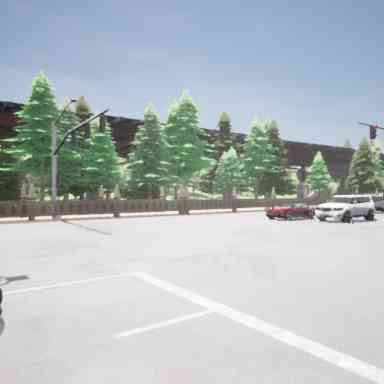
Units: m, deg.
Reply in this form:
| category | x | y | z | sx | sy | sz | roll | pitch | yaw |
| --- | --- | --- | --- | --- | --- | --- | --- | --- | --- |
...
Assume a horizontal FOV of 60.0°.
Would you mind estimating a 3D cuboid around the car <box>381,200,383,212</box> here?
| category | x | y | z | sx | sy | sz | roll | pitch | yaw |
| --- | --- | --- | --- | --- | --- | --- | --- | --- | --- |
| car | 21.549 | 1.569 | 36.638 | 5.357 | 1.411 | 2.033 | 0 | 0 | -36 |

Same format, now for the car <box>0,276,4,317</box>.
| category | x | y | z | sx | sy | sz | roll | pitch | yaw |
| --- | --- | --- | --- | --- | --- | --- | --- | --- | --- |
| car | -5.300 | 1.474 | 4.289 | 5.008 | 1.535 | 1.882 | 0 | 0 | -35 |

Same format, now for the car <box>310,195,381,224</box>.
| category | x | y | z | sx | sy | sz | roll | pitch | yaw |
| --- | --- | --- | --- | --- | --- | --- | --- | --- | --- |
| car | 11.777 | 1.237 | 25.342 | 5.566 | 2.045 | 2.150 | 0 | 0 | -36 |

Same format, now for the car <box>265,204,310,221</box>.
| category | x | y | z | sx | sy | sz | roll | pitch | yaw |
| --- | --- | --- | --- | --- | --- | --- | --- | --- | --- |
| car | 8.148 | 1.616 | 27.047 | 4.718 | 1.301 | 1.895 | 0 | 0 | -36 |
